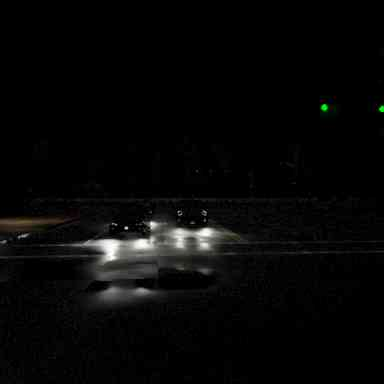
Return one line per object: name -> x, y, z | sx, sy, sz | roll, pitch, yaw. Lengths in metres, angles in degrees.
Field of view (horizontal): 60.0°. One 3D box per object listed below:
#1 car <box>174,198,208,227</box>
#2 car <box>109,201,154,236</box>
car -> -0.144, 1.352, 22.993 | 2.097, 1.767, 4.553 | 0, 0, -5
car -> -3.339, 1.505, 18.604 | 1.837, 1.490, 4.892 | 0, 0, -3
